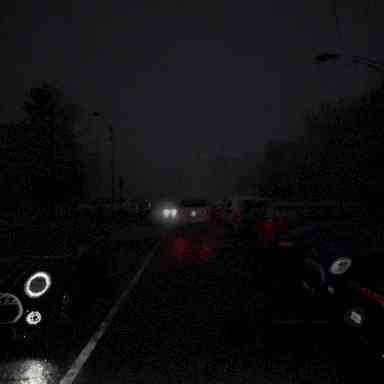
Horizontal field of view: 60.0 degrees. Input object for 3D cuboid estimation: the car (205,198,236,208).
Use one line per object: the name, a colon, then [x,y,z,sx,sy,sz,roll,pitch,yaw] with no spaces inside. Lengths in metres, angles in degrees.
car: [4.659,1.831,54.576,4.892,1.521,2.231,0,0,0]

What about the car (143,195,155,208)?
car: [-7.709,1.644,45.179,4.553,1.767,2.185,0,0,0]

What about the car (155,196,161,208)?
car: [-7.862,1.804,51.053,5.366,1.575,1.946,0,0,0]

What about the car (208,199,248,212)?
car: [4.646,1.758,43.405,5.008,1.535,2.097,0,0,0]

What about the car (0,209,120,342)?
car: [-3.100,1.397,6.873,2.097,1.767,4.553,0,0,0]

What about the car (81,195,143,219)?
car: [-7.707,1.425,30.488,5.566,2.045,2.435,0,0,0]

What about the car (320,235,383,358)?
car: [4.645,1.509,4.419,5.008,1.535,2.097,0,0,0]

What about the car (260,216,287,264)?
car: [4.648,1.584,9.881,4.674,1.452,2.002,0,0,0]

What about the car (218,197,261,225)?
car: [4.683,1.526,26.643,4.553,1.767,2.185,0,0,0]

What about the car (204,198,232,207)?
car: [4.647,1.834,60.178,4.892,1.521,2.231,0,1,0]

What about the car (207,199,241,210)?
car: [4.646,1.796,49.116,4.892,1.521,2.231,0,0,0]

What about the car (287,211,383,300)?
car: [4.680,1.401,7.089,4.553,1.767,2.185,0,0,0]

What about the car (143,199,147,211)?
car: [-7.676,1.753,36.238,4.674,1.452,2.002,0,0,0]

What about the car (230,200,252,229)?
car: [4.620,1.472,18.262,4.553,1.767,2.185,0,0,0]

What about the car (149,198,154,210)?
car: [-7.707,1.781,42.239,4.792,1.488,2.163,0,0,0]

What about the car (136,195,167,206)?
car: [-7.648,1.556,62.708,5.566,2.045,2.435,0,0,0]

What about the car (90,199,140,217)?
car: [-7.647,1.568,33.301,4.553,1.767,2.185,0,0,0]

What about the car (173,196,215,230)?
car: [0.101,1.364,22.339,2.150,2.045,5.566,0,-1,0]

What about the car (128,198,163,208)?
car: [-7.492,1.823,53.993,5.366,1.575,1.946,0,0,0]

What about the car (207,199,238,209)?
car: [4.655,1.852,51.785,4.674,1.452,2.002,0,0,0]

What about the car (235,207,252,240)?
car: [4.679,1.609,15.470,4.792,1.488,2.163,0,0,0]

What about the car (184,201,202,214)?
car: [0.102,1.823,40.315,1.994,1.385,4.181,0,0,0]

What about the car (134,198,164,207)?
car: [-7.682,1.836,59.765,5.008,1.535,2.097,0,0,0]

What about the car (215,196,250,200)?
car: [4.683,1.580,35.149,4.553,1.767,2.185,0,0,0]

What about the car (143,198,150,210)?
car: [-7.675,1.772,39.300,4.674,1.452,2.002,0,0,0]

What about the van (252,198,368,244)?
van: [4.767,1.336,12.676,4.442,1.987,1.878,0,0,0]

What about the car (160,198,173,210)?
car: [-3.075,1.810,49.595,2.128,1.511,4.902,0,0,0]

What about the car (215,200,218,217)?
car: [4.621,1.699,29.438,4.792,1.488,2.163,0,0,0]

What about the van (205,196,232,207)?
van: [4.536,1.616,57.371,4.442,1.987,1.878,0,0,0]
